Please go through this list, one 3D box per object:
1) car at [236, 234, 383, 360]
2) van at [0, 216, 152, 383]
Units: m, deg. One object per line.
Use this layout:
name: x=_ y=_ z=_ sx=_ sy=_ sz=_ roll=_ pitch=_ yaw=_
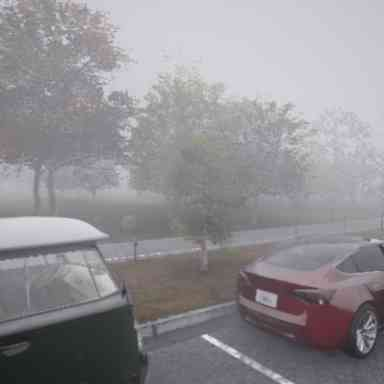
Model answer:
car: x=2.931 y=1.512 z=6.117 sx=4.792 sy=1.488 sz=2.163 roll=-1 pitch=0 yaw=-37
van: x=-2.397 y=1.250 z=2.373 sx=4.442 sy=1.987 sz=1.878 roll=-1 pitch=0 yaw=-38
